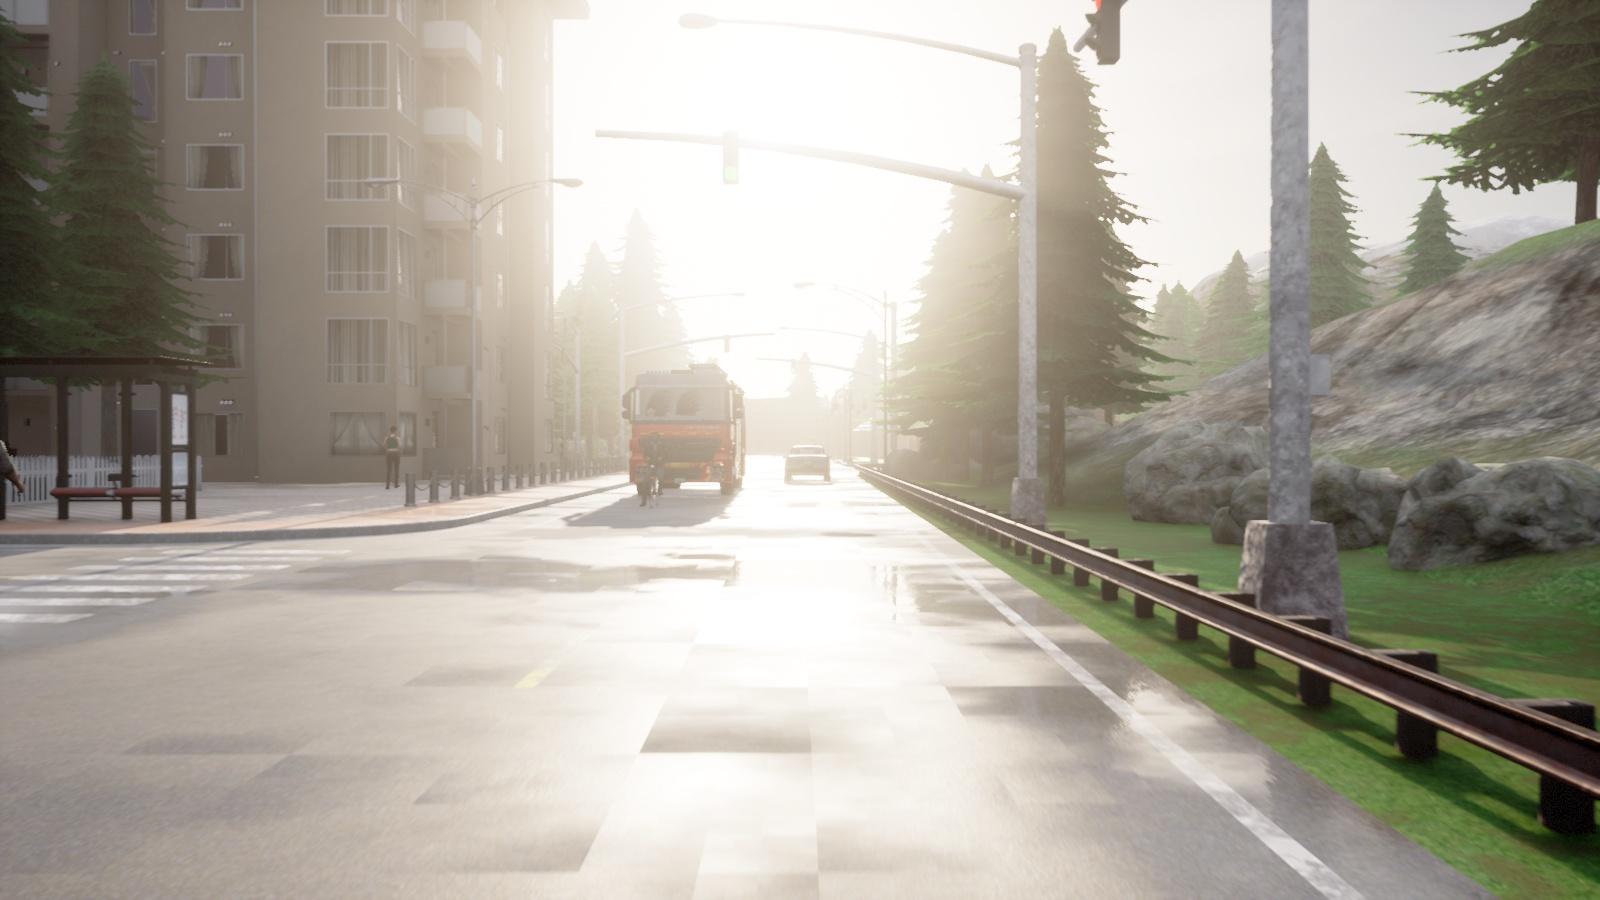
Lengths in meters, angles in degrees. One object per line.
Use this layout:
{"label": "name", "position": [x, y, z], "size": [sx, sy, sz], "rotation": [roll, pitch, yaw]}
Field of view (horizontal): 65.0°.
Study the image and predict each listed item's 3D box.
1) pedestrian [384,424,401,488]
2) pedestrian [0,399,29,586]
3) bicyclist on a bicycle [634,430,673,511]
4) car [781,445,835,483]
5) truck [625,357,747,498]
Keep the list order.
{"label": "pedestrian", "position": [-11.767, 0.173, 36.260], "size": [0.345, 1.836, 0.594], "rotation": [0, 0, -6]}
{"label": "pedestrian", "position": [-8.688, 0.445, 13.161], "size": [0.659, 1.952, 0.873], "rotation": [0, 0, 2]}
{"label": "bicyclist on a bicycle", "position": [-3.322, 0.453, 28.547], "size": [0.659, 1.776, 1.843], "rotation": [0, 0, 0]}
{"label": "car", "position": [0.300, 0.513, 49.939], "size": [2.033, 1.411, 5.357], "rotation": [0, 0, 0]}
{"label": "truck", "position": [-3.266, -0.636, 38.228], "size": [2.891, 3.827, 8.468], "rotation": [0, 0, 0]}
